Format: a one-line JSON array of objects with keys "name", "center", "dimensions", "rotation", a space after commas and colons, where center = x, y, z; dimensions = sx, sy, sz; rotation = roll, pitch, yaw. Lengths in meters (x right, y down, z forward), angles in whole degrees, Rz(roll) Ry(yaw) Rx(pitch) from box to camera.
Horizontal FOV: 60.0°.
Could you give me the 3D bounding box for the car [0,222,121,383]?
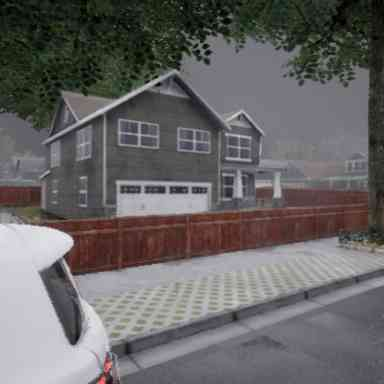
[{"name": "car", "center": [-2.958, 1.233, 0.962], "dimensions": [5.566, 2.045, 2.150], "rotation": [0, 0, -35]}]
